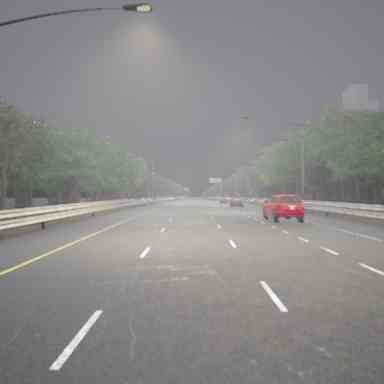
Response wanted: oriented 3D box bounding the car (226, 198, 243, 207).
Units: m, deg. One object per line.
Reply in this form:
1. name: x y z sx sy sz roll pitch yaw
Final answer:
1. car: 7.157 1.742 54.386 1.812 1.442 4.674 0 -1 0

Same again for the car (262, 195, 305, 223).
1. car: 7.035 1.242 25.938 2.150 2.045 5.566 0 0 0

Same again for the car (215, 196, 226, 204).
1. car: 7.327 2.035 78.076 2.128 1.511 4.902 0 -1 1
